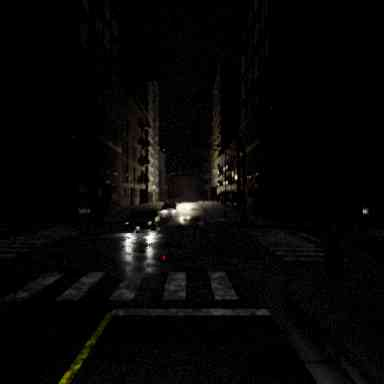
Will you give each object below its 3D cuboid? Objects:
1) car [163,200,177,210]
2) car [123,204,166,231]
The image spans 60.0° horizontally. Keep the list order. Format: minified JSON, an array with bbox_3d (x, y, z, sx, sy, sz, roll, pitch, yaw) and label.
[{"bbox_3d":[-3.198,1.908,47.627,1.994,1.385,4.181,0,0,0],"label":"car"},{"bbox_3d":[-3.096,1.692,21.636,2.033,1.411,5.357,0,0,0],"label":"car"}]
